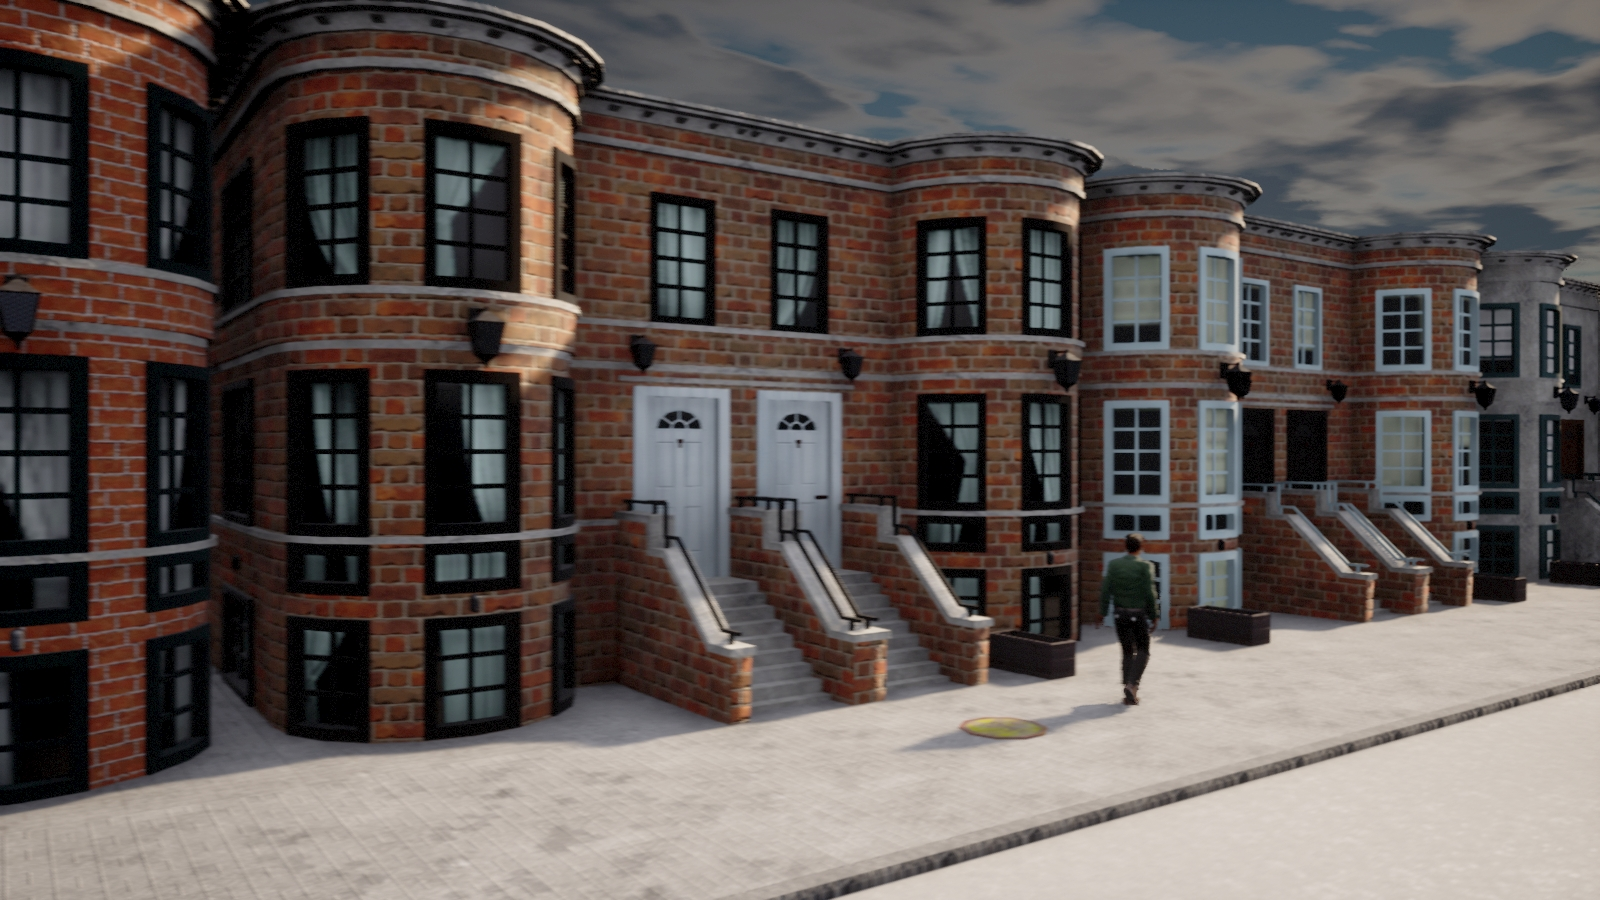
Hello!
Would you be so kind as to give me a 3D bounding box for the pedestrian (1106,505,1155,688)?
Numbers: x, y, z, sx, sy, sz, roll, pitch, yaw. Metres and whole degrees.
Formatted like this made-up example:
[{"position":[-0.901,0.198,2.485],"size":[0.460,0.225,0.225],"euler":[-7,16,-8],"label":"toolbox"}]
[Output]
[{"position":[3.483,1.526,12.031],"size":[0.375,1.860,0.375],"euler":[0,0,41],"label":"pedestrian"}]
